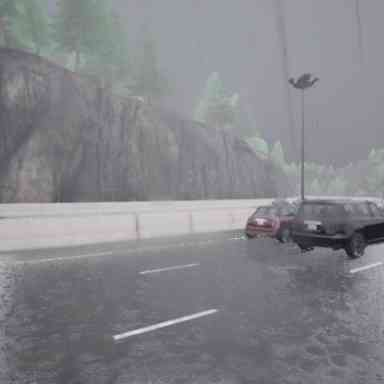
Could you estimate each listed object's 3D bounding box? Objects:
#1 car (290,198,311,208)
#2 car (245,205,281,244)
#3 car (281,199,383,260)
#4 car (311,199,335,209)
[{"bbox_3d":[18.271,1.837,55.778,1.837,1.490,4.892,0,0,38],"label":"car"},{"bbox_3d":[4.762,1.448,16.545,4.553,1.767,2.097,1,0,-40],"label":"car"},{"bbox_3d":[6.212,1.309,13.186,5.566,2.045,2.150,0,0,-40],"label":"car"},{"bbox_3d":[21.272,1.882,53.883,2.033,1.411,5.357,0,0,39],"label":"car"}]
